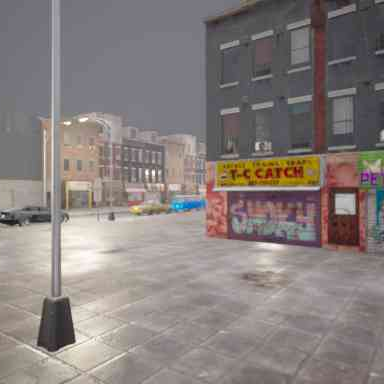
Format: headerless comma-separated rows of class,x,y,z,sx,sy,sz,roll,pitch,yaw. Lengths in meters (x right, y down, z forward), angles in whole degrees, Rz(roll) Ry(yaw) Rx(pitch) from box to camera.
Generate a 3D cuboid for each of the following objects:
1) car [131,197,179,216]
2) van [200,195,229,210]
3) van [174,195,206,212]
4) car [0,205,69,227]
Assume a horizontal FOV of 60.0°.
car,-3.645,1.449,31.454,1.752,1.417,4.829,0,0,36
van,2.845,1.234,40.520,1.690,1.788,3.998,0,0,36
van,-0.449,1.249,35.918,1.690,1.788,3.998,0,0,36
car,-10.333,1.522,22.111,1.947,1.339,4.313,0,0,36
